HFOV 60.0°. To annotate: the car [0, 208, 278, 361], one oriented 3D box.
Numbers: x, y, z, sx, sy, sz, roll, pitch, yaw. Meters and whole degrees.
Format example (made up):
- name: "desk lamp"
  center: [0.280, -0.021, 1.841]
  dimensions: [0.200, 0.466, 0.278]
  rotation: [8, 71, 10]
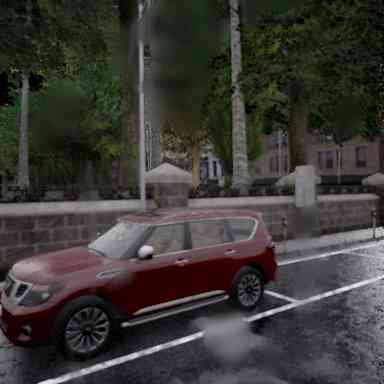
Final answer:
- name: "car"
  center: [-0.596, 1.282, 6.071]
  dimensions: [5.009, 1.841, 2.192]
  rotation: [-1, 0, -35]
